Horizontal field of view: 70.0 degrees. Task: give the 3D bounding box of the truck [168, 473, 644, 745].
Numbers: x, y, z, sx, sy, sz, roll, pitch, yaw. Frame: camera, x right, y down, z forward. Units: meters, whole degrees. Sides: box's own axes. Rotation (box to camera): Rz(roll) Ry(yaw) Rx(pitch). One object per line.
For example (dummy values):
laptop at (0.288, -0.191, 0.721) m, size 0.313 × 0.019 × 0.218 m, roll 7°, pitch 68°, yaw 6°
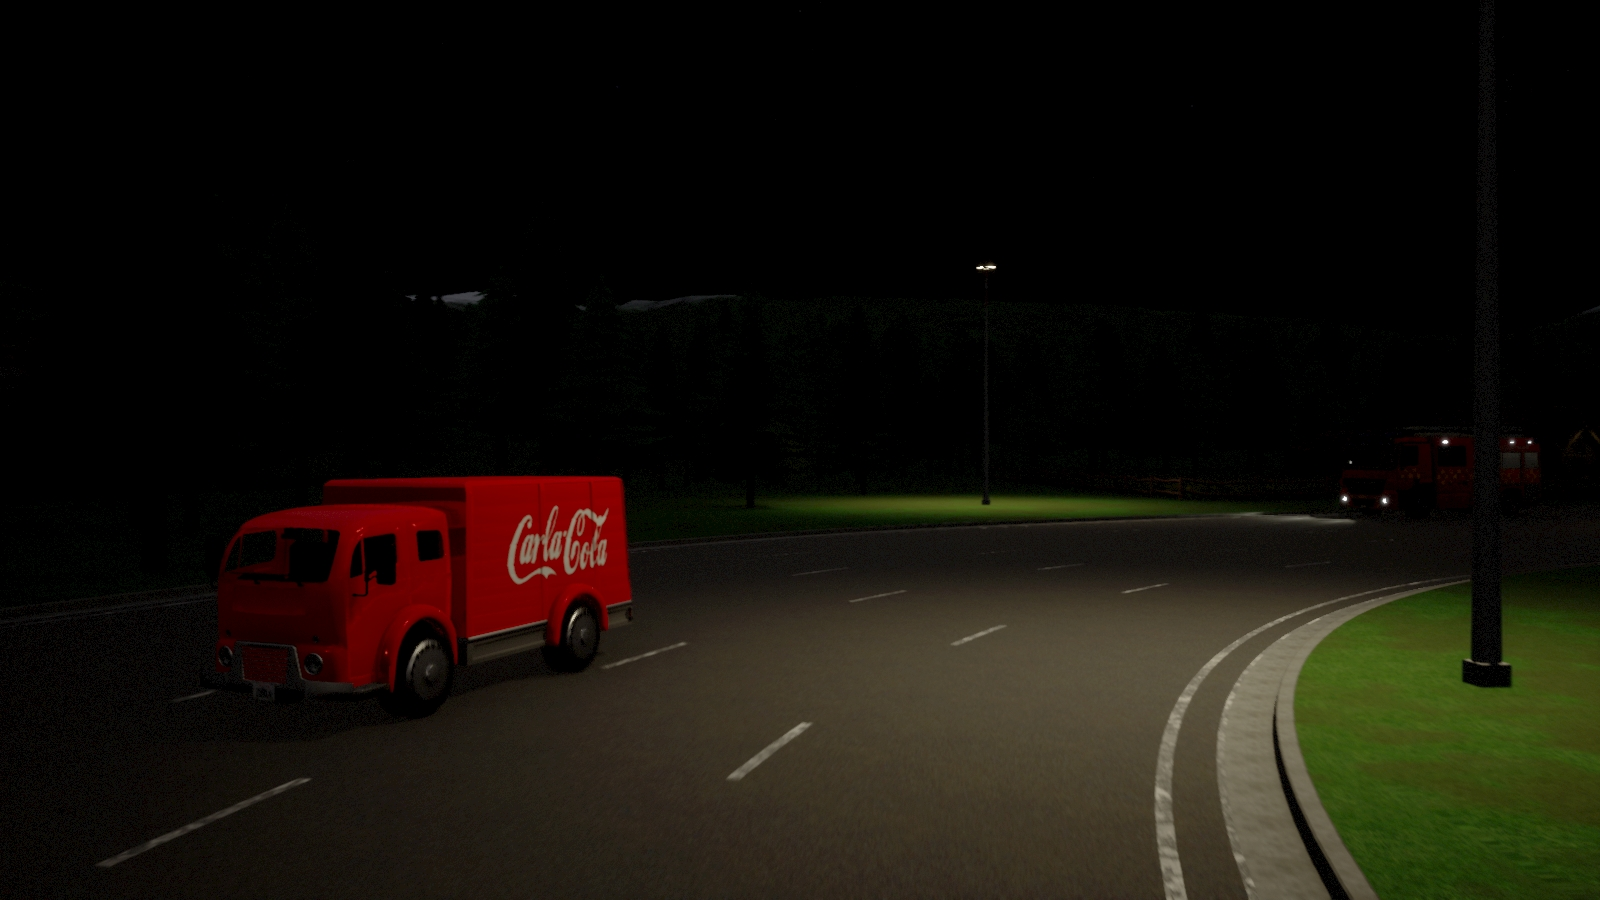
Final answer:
truck at (-4.329, 1.564, 13.703) m, size 2.627 × 2.467 × 5.204 m, roll 0°, pitch 0°, yaw 22°
